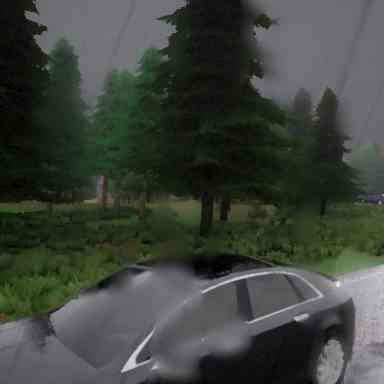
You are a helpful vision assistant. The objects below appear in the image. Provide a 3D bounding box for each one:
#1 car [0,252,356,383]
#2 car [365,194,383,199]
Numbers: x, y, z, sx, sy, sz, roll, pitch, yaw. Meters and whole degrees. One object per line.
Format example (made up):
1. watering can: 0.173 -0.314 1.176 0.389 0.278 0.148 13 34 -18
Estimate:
1. car: -0.122 1.508 3.573 4.892 1.490 1.837 1 0 -36
2. car: 23.834 0.953 42.602 1.882 1.535 5.008 4 2 -13
